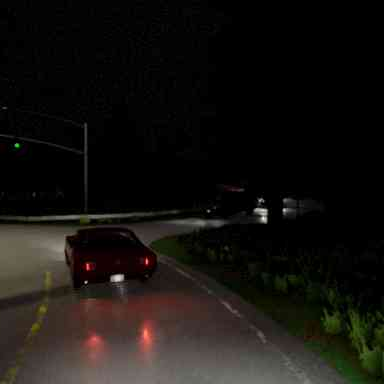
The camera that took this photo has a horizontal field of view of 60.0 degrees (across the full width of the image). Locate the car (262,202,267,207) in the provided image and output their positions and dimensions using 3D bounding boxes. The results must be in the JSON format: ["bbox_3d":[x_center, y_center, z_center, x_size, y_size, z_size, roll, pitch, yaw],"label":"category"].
[{"bbox_3d":[8.779,0.793,36.880,1.812,1.442,4.674,0,4,17],"label":"car"}]

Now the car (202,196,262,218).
[{"bbox_3d":[3.289,1.071,28.657,5.566,2.045,2.150,-3,2,-44],"label":"car"}]

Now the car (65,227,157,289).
[{"bbox_3d":[-2.559,1.654,9.493,1.895,1.301,4.718,0,0,-24],"label":"car"}]
